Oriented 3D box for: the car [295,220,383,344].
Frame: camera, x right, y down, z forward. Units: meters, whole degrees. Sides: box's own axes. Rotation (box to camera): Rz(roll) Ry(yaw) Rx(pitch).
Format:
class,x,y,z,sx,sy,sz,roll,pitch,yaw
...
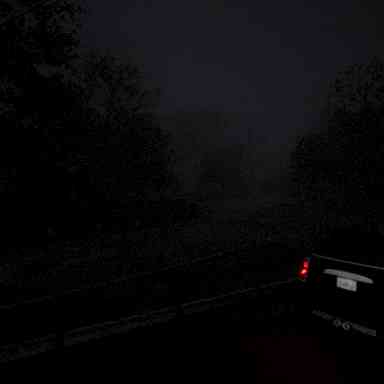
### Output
class,x,y,z,sx,sy,sz,roll,pitch,yaw
car,3.977,1.291,5.884,4.553,1.767,2.097,-1,1,-33
